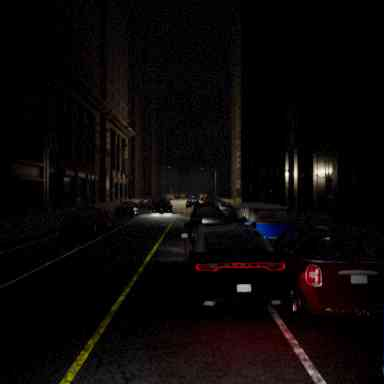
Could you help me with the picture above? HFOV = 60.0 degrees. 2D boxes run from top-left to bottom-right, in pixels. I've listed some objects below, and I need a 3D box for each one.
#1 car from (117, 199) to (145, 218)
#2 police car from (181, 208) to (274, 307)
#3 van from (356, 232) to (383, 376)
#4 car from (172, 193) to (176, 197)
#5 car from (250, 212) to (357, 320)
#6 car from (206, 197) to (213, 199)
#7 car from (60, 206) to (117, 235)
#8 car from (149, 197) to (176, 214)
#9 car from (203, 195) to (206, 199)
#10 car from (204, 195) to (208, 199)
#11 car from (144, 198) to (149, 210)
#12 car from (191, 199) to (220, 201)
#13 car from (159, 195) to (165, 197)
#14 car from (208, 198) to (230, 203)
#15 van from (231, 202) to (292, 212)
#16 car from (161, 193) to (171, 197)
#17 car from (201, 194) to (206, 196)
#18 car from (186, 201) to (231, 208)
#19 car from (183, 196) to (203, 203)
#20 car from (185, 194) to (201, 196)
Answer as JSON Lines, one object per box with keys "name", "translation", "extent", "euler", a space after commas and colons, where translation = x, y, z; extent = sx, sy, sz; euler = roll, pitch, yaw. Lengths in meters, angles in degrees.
{"name": "car", "translation": [-5.780, 1.512, 29.811], "extent": [2.008, 1.369, 4.403], "euler": [1, 0, 0]}
{"name": "police car", "translation": [0.772, 1.417, 8.208], "extent": [1.930, 1.638, 5.238], "euler": [0, 0, -2]}
{"name": "van", "translation": [2.681, 1.339, 1.673], "extent": [1.690, 1.788, 3.998], "euler": [1, 0, 0]}
{"name": "car", "translation": [-5.660, 1.412, 80.432], "extent": [1.947, 1.339, 4.313], "euler": [1, 0, 0]}
{"name": "car", "translation": [2.694, 1.433, 7.297], "extent": [1.967, 1.590, 4.097], "euler": [1, 0, 0]}
{"name": "car", "translation": [2.759, 1.497, 35.422], "extent": [1.887, 1.381, 4.507], "euler": [1, 0, 0]}
{"name": "car", "translation": [-5.806, 1.523, 18.563], "extent": [1.887, 1.381, 4.507], "euler": [1, 0, 0]}
{"name": "car", "translation": [-3.017, 1.517, 34.935], "extent": [1.994, 1.385, 4.181], "euler": [0, 0, 0]}
{"name": "car", "translation": [2.786, 1.475, 46.671], "extent": [1.887, 1.381, 4.507], "euler": [1, 0, 0]}
{"name": "car", "translation": [2.773, 1.486, 41.045], "extent": [1.887, 1.381, 4.507], "euler": [1, 0, 0]}
{"name": "car", "translation": [-5.753, 1.467, 40.890], "extent": [1.752, 1.417, 4.829], "euler": [1, 0, 0]}
{"name": "car", "translation": [0.957, 1.496, 24.139], "extent": [1.812, 1.442, 4.674], "euler": [0, 0, 0]}
{"name": "car", "translation": [-5.727, 1.500, 52.310], "extent": [1.802, 1.307, 4.206], "euler": [1, 0, 0]}
{"name": "car", "translation": [2.746, 1.512, 29.797], "extent": [2.008, 1.369, 4.403], "euler": [1, 0, 0]}
{"name": "van", "translation": [2.708, 1.327, 12.923], "extent": [1.690, 1.788, 3.998], "euler": [1, 0, 0]}
{"name": "car", "translation": [-5.699, 1.330, 63.558], "extent": [1.967, 1.590, 4.097], "euler": [1, 0, 0]}
{"name": "car", "translation": [2.799, 1.462, 52.295], "extent": [1.887, 1.381, 4.507], "euler": [1, 0, 0]}
{"name": "car", "translation": [0.785, 1.457, 18.135], "extent": [1.882, 1.535, 5.008], "euler": [0, 0, 0]}
{"name": "car", "translation": [0.136, 1.536, 44.492], "extent": [1.895, 1.301, 4.718], "euler": [0, 0, 1]}
{"name": "car", "translation": [0.135, 1.455, 56.622], "extent": [2.033, 1.411, 5.357], "euler": [0, 0, 0]}
